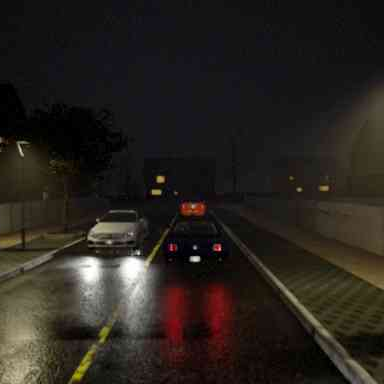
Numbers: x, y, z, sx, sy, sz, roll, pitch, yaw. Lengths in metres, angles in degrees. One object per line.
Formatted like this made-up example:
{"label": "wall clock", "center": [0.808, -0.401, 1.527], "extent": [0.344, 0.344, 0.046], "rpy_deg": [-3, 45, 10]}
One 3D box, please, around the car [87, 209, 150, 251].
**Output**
{"label": "car", "center": [-2.848, 1.441, 13.781], "extent": [1.812, 1.442, 4.674], "rpy_deg": [0, 0, 0]}

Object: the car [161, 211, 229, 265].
{"label": "car", "center": [0.093, 1.530, 11.311], "extent": [1.895, 1.301, 4.718], "rpy_deg": [0, 0, 0]}

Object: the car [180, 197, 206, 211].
{"label": "car", "center": [0.096, 1.196, 28.734], "extent": [2.097, 1.767, 4.553], "rpy_deg": [0, 0, 0]}
